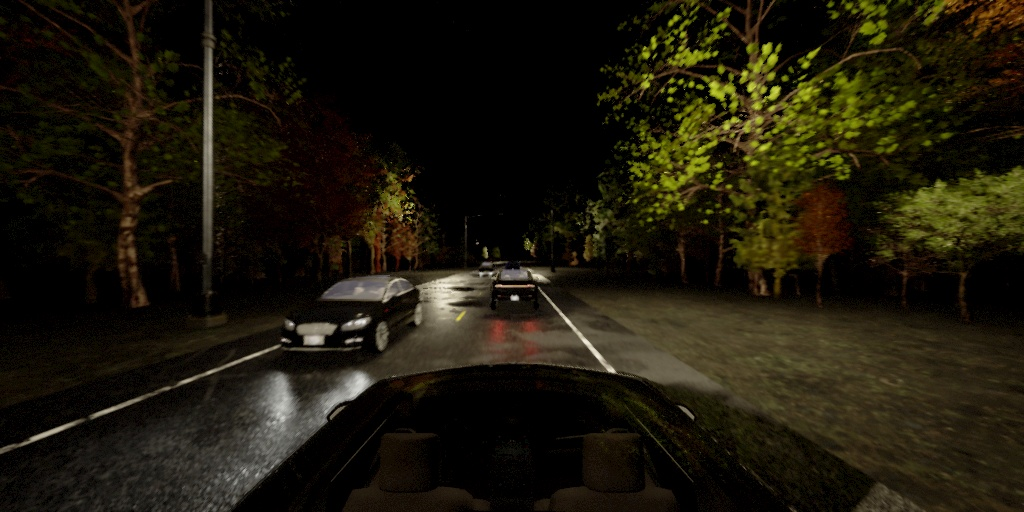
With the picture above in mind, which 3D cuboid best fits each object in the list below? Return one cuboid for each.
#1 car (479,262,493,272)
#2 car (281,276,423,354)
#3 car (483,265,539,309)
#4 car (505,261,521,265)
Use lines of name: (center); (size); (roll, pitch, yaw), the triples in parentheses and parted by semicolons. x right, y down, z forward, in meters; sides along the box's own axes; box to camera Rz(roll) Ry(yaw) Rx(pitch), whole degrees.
car: (-3.561, 1.540, 50.555); (2.033, 1.411, 5.357); (0, 0, 1)
car: (-3.599, 1.278, 8.970); (2.128, 1.511, 4.902); (0, 0, 0)
car: (0.101, 1.311, 15.330); (2.128, 1.511, 4.902); (0, 0, 0)
car: (0.098, 1.454, 47.355); (1.882, 1.535, 5.008); (0, 0, 0)
